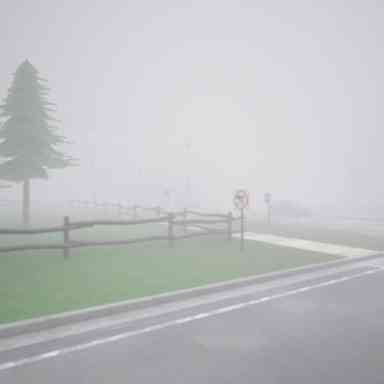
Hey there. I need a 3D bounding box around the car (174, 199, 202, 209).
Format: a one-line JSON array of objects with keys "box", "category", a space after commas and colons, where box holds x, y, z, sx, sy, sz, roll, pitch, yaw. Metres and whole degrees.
[{"box": [-0.663, 1.841, 51.090, 2.033, 1.411, 5.357, 1, 0, -35], "category": "car"}]

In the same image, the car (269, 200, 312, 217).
[{"box": [10.386, 1.643, 35.217, 2.097, 1.767, 4.553, 1, 0, -34], "category": "car"}]
